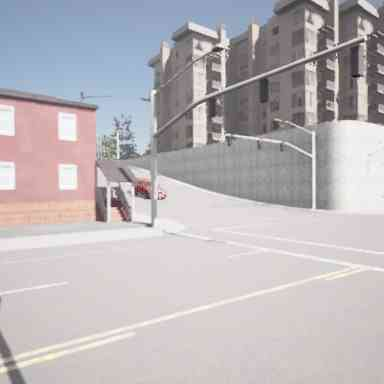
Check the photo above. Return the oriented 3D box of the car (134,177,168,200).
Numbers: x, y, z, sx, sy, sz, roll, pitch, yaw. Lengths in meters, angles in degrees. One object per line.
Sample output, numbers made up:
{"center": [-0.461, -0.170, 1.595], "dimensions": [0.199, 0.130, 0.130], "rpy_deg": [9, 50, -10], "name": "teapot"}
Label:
{"center": [-4.894, -0.411, 37.693], "dimensions": [2.150, 2.045, 5.566], "rpy_deg": [-1, 10, -36], "name": "car"}
